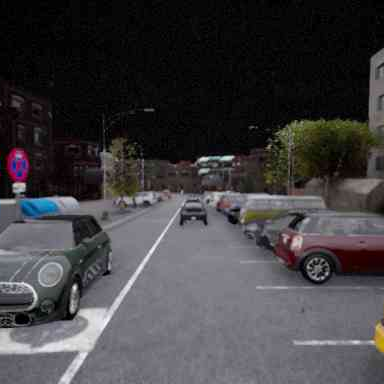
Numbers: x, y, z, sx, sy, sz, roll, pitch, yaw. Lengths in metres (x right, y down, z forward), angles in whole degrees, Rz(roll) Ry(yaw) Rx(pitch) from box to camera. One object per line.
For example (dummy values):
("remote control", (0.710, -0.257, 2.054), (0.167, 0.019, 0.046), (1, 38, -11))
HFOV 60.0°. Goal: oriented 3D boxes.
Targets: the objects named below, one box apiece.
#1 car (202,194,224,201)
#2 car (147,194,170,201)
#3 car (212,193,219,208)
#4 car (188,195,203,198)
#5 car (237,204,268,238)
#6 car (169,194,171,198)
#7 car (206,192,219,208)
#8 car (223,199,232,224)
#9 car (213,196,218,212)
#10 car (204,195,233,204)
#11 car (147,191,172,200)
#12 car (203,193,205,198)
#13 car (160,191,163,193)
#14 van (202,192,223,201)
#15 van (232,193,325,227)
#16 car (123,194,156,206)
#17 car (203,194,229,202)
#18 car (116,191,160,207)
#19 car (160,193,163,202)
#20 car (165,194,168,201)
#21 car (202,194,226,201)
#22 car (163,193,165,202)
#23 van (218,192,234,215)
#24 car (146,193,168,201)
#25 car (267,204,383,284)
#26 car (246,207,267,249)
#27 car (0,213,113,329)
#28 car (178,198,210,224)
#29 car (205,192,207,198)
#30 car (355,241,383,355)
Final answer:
("car", (4.657, 1.152, 76.002), (4.892, 1.521, 2.231), (0, 1, 0))
("car", (-7.672, 1.158, 75.590), (5.008, 1.535, 2.097), (0, 1, 0))
("car", (4.625, 1.221, 34.084), (4.553, 1.767, 2.185), (0, 0, 0))
("car", (0.106, 1.341, 42.132), (1.837, 1.490, 4.892), (0, 0, 0))
("car", (4.658, 1.424, 14.530), (4.892, 1.521, 2.231), (0, 0, 0))
("car", (-7.482, 1.205, 69.818), (5.366, 1.575, 1.946), (0, 0, 0))
("car", (4.684, 1.084, 36.879), (5.566, 2.045, 2.435), (0, 0, 0))
("car", (4.648, 1.400, 20.242), (5.008, 1.535, 2.097), (0, 0, 0))
("car", (4.684, 1.387, 31.293), (4.792, 1.488, 2.163), (0, 0, 0))
("car", (4.655, 1.249, 59.228), (5.008, 1.535, 2.097), (0, 0, 0))
("car", (-7.638, 0.848, 78.530), (5.566, 2.045, 2.435), (0, 1, 0))
("car", (4.632, 1.008, 56.433), (5.566, 2.045, 2.435), (0, 0, 0))
("car", (-7.700, 1.117, 61.002), (4.553, 1.767, 2.185), (0, 0, 0))
("van", (4.546, 0.963, 73.192), (4.442, 1.987, 1.878), (0, 1, 0))
("van", (4.536, 1.186, 17.322), (4.442, 1.987, 1.878), (0, 0, 0))
("car", (-7.640, 1.163, 49.124), (4.553, 1.767, 2.185), (0, 0, 0))
("car", (4.655, 1.228, 64.939), (4.892, 1.521, 2.231), (0, 0, 0))
("car", (-7.700, 1.048, 46.311), (5.566, 2.045, 2.435), (0, 0, 0))
("car", (-7.667, 1.305, 55.126), (4.674, 1.452, 2.002), (0, 0, 0))
("car", (-7.675, 1.233, 63.815), (4.892, 1.521, 2.231), (0, 0, 0))
("car", (4.669, 1.206, 70.399), (4.892, 1.521, 2.231), (0, 0, 0))
("car", (-7.699, 1.284, 58.065), (4.792, 1.488, 2.163), (0, 0, 0))
("van", (4.772, 1.143, 28.496), (4.442, 1.987, 1.878), (0, 0, 0))
("car", (-7.636, 1.067, 72.759), (4.553, 1.767, 2.185), (0, 0, 0))
("car", (4.619, 1.319, 8.944), (4.553, 1.767, 2.185), (0, 0, 0))
("car", (4.646, 1.435, 11.736), (4.892, 1.521, 2.231), (0, 0, 0))
("car", (-3.128, 1.327, 7.181), (2.097, 1.767, 4.553), (0, 0, -2))
("car", (0.105, 1.414, 23.732), (1.837, 1.490, 4.892), (0, 1, 0))
("car", (4.690, 1.155, 50.971), (4.553, 1.767, 2.185), (0, 0, 0))
("car", (4.836, 1.463, 3.355), (5.366, 1.575, 1.946), (0, 0, 0))
